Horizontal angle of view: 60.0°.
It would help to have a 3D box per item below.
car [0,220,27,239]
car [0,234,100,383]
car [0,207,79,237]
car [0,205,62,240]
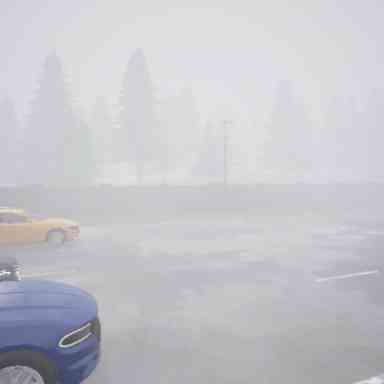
[{"bbox_3d":[-5.917,1.520,6.113,4.892,1.490,1.837,-1,1,-22],"label":"car"},{"bbox_3d":[-3.507,1.490,3.315,5.008,1.535,1.882,-1,1,-22],"label":"car"},{"bbox_3d":[-7.129,1.428,13.178,5.008,1.535,1.882,-1,1,-22],"label":"car"},{"bbox_3d":[-8.891,1.466,16.254,4.674,1.442,1.812,-1,1,-22],"label":"car"}]
